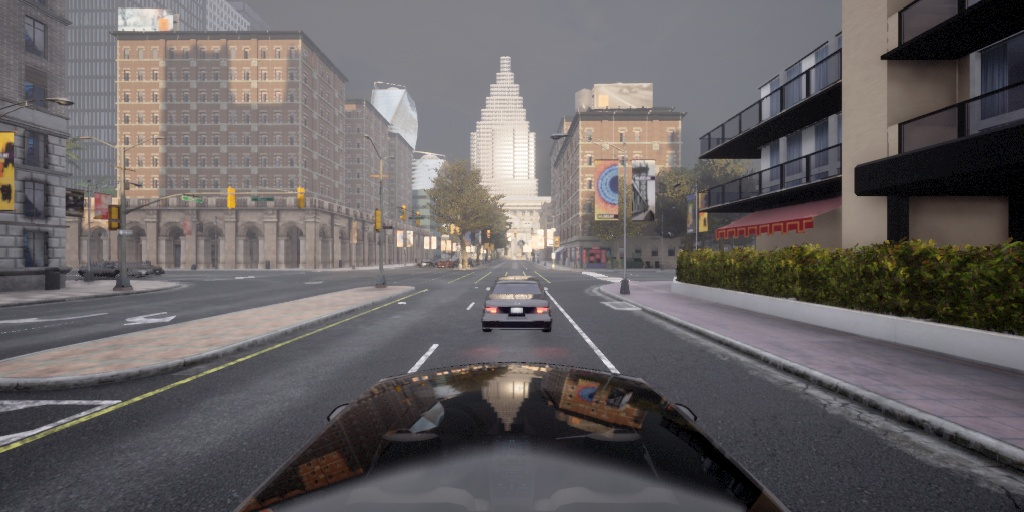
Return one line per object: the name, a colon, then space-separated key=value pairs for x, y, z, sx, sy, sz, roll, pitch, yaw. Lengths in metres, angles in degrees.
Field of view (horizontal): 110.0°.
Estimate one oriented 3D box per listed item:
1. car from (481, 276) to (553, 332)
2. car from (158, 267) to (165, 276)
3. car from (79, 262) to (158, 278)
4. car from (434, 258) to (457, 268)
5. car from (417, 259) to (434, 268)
car: x=0.148 y=1.297 z=10.776 sx=2.033 sy=1.411 sz=5.357 roll=0 pitch=0 yaw=1
car: x=-36.241 y=1.313 z=34.610 sx=4.181 sy=1.385 sz=1.994 roll=0 pitch=0 yaw=0
car: x=-34.395 y=1.242 z=31.104 sx=4.902 sy=1.511 sz=2.128 roll=0 pitch=0 yaw=0
car: x=-11.037 y=1.102 z=59.708 sx=2.097 sy=1.767 sz=4.553 roll=0 pitch=0 yaw=1
car: x=-14.506 y=1.241 z=61.595 sx=2.128 sy=1.511 sz=4.902 roll=0 pitch=0 yaw=1
